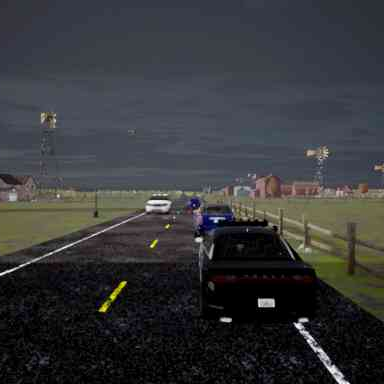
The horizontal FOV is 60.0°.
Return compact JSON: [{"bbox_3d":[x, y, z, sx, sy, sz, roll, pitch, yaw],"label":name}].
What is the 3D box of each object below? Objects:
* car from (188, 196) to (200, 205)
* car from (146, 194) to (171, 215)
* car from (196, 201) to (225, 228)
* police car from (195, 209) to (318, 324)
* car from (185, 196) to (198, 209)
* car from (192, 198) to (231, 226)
[{"bbox_3d":[0.396,1.563,61.975,2.128,1.511,4.902,0,0,0],"label":"car"},{"bbox_3d":[-3.373,1.241,34.531,2.150,2.045,5.566,0,0,0],"label":"car"},{"bbox_3d":[1.208,1.463,23.547,1.801,1.575,5.366,0,0,0],"label":"car"},{"bbox_3d":[1.108,1.425,7.466,1.930,1.638,5.238,0,0,0],"label":"police car"},{"bbox_3d":[0.337,1.562,45.321,1.812,1.442,4.674,0,0,1],"label":"car"},{"bbox_3d":[1.168,1.354,17.328,2.097,1.767,4.553,0,0,0],"label":"car"}]
